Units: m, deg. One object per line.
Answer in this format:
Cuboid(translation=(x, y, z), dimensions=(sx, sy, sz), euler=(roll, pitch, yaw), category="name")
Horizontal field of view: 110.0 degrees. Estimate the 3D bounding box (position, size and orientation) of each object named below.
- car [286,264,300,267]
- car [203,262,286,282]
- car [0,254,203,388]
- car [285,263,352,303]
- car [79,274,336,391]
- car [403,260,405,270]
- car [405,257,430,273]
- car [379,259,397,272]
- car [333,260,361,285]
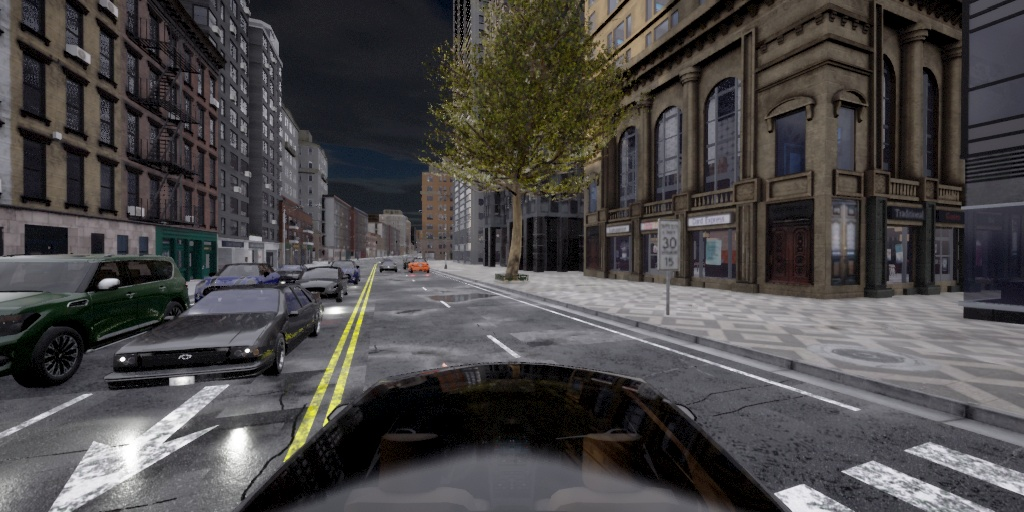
Cuboid(translation=(-15.234, 1.266, 24.867), dimensions=(2.033, 1.411, 5.357), euler=(0, 0, -21), category="car")
Cuboid(translation=(-11.937, 1.090, 15.940), dimensions=(2.097, 1.767, 4.553), euler=(0, 0, -20), category="car")
Cuboid(translation=(-8.565, 0.969, 6.834), dimensions=(2.150, 2.045, 5.566), euler=(0, 0, -20), category="car")
Cuboid(translation=(-8.678, 1.244, 16.503), dimensions=(1.837, 1.490, 4.892), euler=(0, 0, -20), category="car")
Cuboid(translation=(-5.265, 1.295, 7.379), dimensions=(2.033, 1.411, 5.357), euler=(0, 0, -18), category="car")
Cuboid(translation=(-14.394, 0.982, 51.071), dimensions=(2.097, 1.767, 4.553), euler=(0, 0, -20), category="car")
Cuboid(translation=(-10.860, 1.025, 41.613), dimensions=(2.097, 1.767, 4.553), euler=(0, 0, -20), category="car")
Cuboid(translation=(-14.874, 1.225, 43.146), dimensions=(1.994, 1.385, 4.181), euler=(0, 0, -20), category="car")
Cuboid(translation=(-12.021, 1.073, 25.558), dimensions=(2.097, 1.767, 4.553), euler=(0, 0, -20), category="car")
